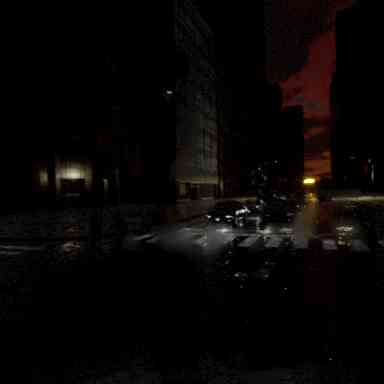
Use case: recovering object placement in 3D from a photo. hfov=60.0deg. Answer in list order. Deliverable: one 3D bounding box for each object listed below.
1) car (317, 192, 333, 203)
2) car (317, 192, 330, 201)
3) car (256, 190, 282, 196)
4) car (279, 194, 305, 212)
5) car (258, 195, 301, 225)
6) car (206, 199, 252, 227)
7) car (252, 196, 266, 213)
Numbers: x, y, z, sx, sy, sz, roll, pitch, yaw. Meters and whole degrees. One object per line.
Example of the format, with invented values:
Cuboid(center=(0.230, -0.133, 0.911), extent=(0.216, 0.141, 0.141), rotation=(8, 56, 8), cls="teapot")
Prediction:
Cuboid(center=(19.431, 0.876, 48.455), extent=(2.033, 1.411, 5.357), rotation=(-1, 0, 20), cls="car")
Cuboid(center=(22.996, 0.766, 58.148), extent=(1.994, 1.385, 4.181), rotation=(-1, 0, 20), cls="car")
Cuboid(center=(9.046, 0.816, 39.691), extent=(2.150, 2.045, 5.566), rotation=(-1, 0, 21), cls="car")
Cuboid(center=(9.089, 1.168, 30.497), extent=(1.812, 1.442, 4.674), rotation=(-1, 0, 21), cls="car")
Cuboid(center=(5.861, 1.235, 21.796), extent=(1.882, 1.535, 5.008), rotation=(-1, 0, 21), cls="car")
Cuboid(center=(2.351, 1.337, 21.729), extent=(1.837, 1.490, 4.892), rotation=(-1, 0, 21), cls="car")
Cuboid(center=(5.594, 1.317, 30.406), extent=(1.895, 1.301, 4.718), rotation=(-1, 0, 21), cls="car")
